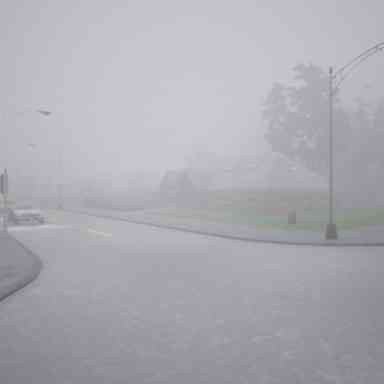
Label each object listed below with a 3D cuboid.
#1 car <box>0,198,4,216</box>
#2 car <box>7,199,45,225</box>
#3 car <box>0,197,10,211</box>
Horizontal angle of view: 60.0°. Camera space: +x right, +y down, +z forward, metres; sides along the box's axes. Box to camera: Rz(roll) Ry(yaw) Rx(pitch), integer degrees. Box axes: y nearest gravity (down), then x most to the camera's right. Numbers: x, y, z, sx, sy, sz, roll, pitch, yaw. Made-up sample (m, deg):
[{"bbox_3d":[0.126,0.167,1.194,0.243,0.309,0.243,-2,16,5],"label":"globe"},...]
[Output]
[{"bbox_3d":[-17.778,1.443,32.075,1.882,1.535,5.008,-1,0,-35],"label":"car"},{"bbox_3d":[-11.983,1.491,23.952,1.812,1.442,4.674,-1,0,-35],"label":"car"},{"bbox_3d":[-23.718,1.456,40.465,2.128,1.511,4.902,-1,0,-35],"label":"car"}]
